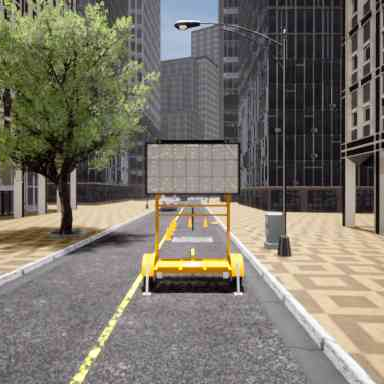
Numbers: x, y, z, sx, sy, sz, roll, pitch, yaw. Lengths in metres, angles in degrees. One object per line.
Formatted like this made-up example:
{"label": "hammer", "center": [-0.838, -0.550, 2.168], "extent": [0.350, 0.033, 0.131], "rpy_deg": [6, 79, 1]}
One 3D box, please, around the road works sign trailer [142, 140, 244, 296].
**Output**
{"label": "road works sign trailer", "center": [0.018, 0.464, 8.636], "extent": [2.380, 3.560, 2.880], "rpy_deg": [0, 0, 0]}

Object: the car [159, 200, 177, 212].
{"label": "car", "center": [-2.770, 1.628, 39.037], "extent": [1.895, 1.301, 4.718], "rpy_deg": [0, 0, 0]}

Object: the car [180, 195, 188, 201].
{"label": "car", "center": [-2.128, 1.654, 88.719], "extent": [1.882, 1.535, 5.008], "rpy_deg": [0, 0, 4]}
